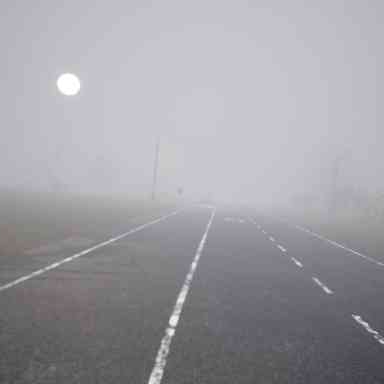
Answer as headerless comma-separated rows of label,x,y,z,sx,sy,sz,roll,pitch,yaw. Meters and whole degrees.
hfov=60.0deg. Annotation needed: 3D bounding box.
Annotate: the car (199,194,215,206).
car,2.202,1.391,53.709,1.837,1.490,4.892,5,1,5
